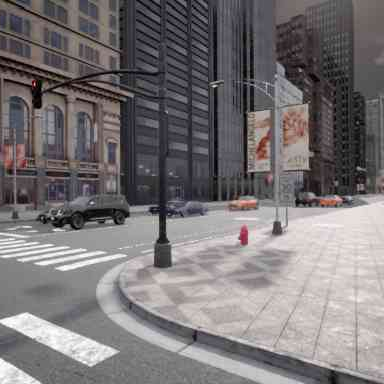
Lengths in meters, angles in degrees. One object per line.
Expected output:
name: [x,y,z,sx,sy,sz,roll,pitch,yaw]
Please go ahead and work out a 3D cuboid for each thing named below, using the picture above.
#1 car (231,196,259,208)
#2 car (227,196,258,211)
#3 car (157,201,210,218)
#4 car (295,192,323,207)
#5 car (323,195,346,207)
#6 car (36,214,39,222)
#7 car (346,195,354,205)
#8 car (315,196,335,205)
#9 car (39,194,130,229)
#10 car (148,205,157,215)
car: [7.558,1.399,46.914,1.882,1.535,5.008,-1,-1,36]
car: [5.930,1.264,39.036,2.097,1.767,4.553,-1,0,37]
car: [-0.388,1.485,30.211,2.033,1.411,5.357,-1,0,35]
car: [16.758,1.083,48.374,2.150,2.045,5.566,-1,0,36]
car: [19.897,1.188,47.174,2.097,1.767,4.553,-1,0,36]
car: [-8.875,1.552,23.886,1.994,1.385,4.181,-1,0,35]
car: [25.281,1.331,54.740,1.837,1.490,4.892,-1,0,35]
car: [22.851,1.397,56.930,2.033,1.411,5.357,-1,0,35]
car: [-6.519,1.187,21.598,2.150,2.045,5.566,-1,0,35]
car: [-2.231,1.559,33.227,1.895,1.301,4.718,-1,0,35]
